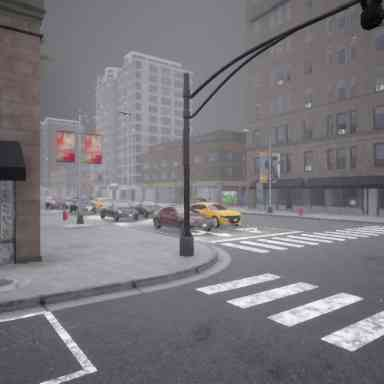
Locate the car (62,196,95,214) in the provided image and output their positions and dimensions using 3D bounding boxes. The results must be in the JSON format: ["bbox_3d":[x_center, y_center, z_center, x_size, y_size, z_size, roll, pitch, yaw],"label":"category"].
[{"bbox_3d":[-11.440,1.443,34.500,2.128,1.511,4.902,0,0,-36],"label":"car"}]

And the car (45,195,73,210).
[{"bbox_3d":[-17.434,1.289,42.866,2.097,1.767,4.553,0,0,-35],"label":"car"}]

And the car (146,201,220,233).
[{"bbox_3d":[-0.679,1.505,19.589,1.812,1.442,4.674,0,0,-35],"label":"car"}]

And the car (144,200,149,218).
[{"bbox_3d":[-4.208,1.485,30.040,1.812,1.442,4.674,0,0,-36],"label":"car"}]

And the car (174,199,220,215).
[{"bbox_3d":[0.466,1.496,34.989,2.033,1.411,5.357,0,0,-36],"label":"car"}]

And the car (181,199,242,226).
[{"bbox_3d":[1.233,1.451,22.475,1.882,1.535,5.008,0,0,-35],"label":"car"}]

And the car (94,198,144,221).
[{"bbox_3d":[-5.997,1.491,26.964,1.812,1.442,4.674,0,0,-36],"label":"car"}]
